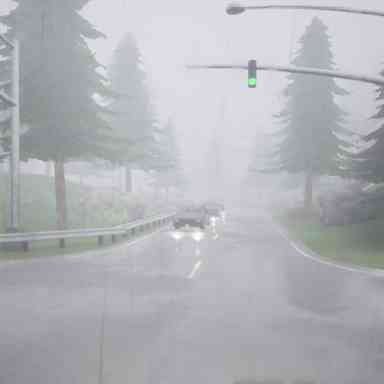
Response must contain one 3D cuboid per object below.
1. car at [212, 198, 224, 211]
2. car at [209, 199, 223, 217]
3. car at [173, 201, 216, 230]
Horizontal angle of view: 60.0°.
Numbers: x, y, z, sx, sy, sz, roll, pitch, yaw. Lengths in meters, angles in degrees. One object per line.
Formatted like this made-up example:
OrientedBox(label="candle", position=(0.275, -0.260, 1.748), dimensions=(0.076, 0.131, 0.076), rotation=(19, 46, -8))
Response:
OrientedBox(label="car", position=(2.953, 1.544, 41.850), dimensions=(1.882, 1.535, 5.008), rotation=(0, 0, 0))
OrientedBox(label="car", position=(1.624, 1.614, 31.739), dimensions=(1.994, 1.385, 4.181), rotation=(0, 0, 9))
OrientedBox(label="car", position=(0.130, 1.583, 21.930), dimensions=(2.033, 1.411, 5.357), rotation=(0, 0, 9))
